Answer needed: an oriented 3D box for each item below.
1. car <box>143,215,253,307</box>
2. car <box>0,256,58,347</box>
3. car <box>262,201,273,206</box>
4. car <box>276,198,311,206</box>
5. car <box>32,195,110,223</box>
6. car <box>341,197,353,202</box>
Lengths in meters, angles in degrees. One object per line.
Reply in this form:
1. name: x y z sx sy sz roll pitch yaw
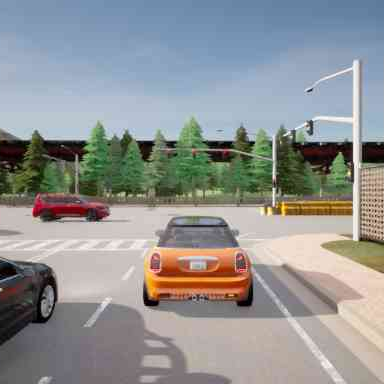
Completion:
1. car: 0.128 1.352 8.161 2.097 1.767 4.553 0 0 0
2. car: -3.399 1.505 4.285 1.837 1.490 4.892 0 0 0
3. car: 11.633 1.525 43.739 4.674 1.442 1.812 0 0 -2
4. car: 11.957 1.601 36.710 4.718 1.301 1.895 0 0 -3
5. car: -9.162 1.222 25.385 5.566 2.045 2.150 0 0 -2
6. car: 22.664 1.223 44.081 5.566 2.045 2.150 0 0 -2
